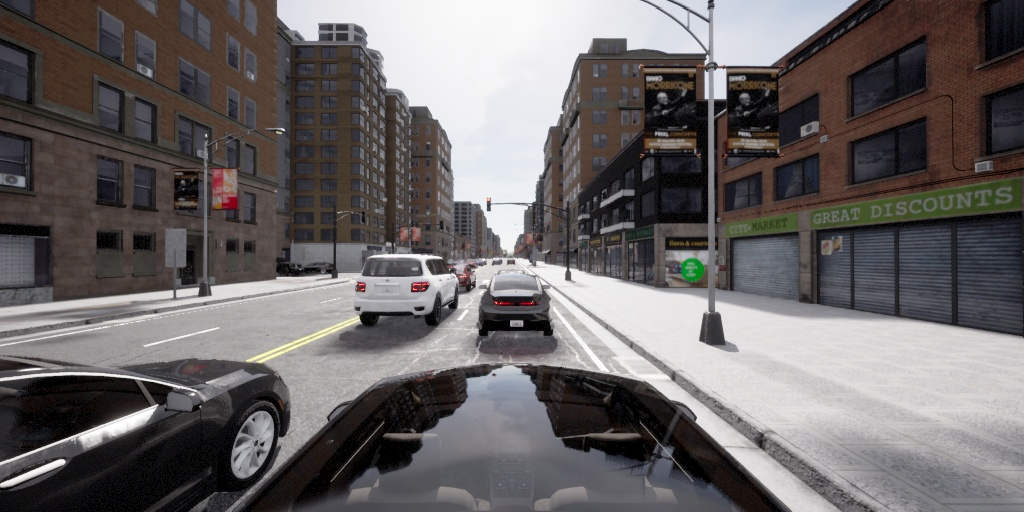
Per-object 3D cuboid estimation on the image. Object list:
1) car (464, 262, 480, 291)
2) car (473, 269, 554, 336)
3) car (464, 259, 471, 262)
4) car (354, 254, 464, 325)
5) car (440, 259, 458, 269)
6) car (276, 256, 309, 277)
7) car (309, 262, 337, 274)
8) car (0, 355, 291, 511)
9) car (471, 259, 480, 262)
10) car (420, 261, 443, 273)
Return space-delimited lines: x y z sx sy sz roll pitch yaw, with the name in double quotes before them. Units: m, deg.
"car" -3.253 1.279 21.593 1.812 1.442 4.674 0 0 0
"car" 0.083 1.256 10.385 1.837 1.490 4.892 0 0 0
"car" -6.693 1.329 44.979 1.994 1.385 4.181 0 0 0
"car" -3.175 0.972 11.892 2.150 2.045 5.566 0 0 1
"car" -9.958 1.250 56.942 1.882 1.535 5.008 0 0 0
"car" -23.563 0.974 35.243 5.566 2.045 2.150 0 0 0
"car" -22.237 1.347 40.721 4.313 1.339 1.948 0 0 0
"car" -3.152 1.255 1.666 1.837 1.490 4.892 0 0 0
"car" -6.713 1.250 56.934 1.882 1.535 5.008 0 0 0
"car" -9.945 1.365 44.568 1.895 1.301 4.718 0 0 0
